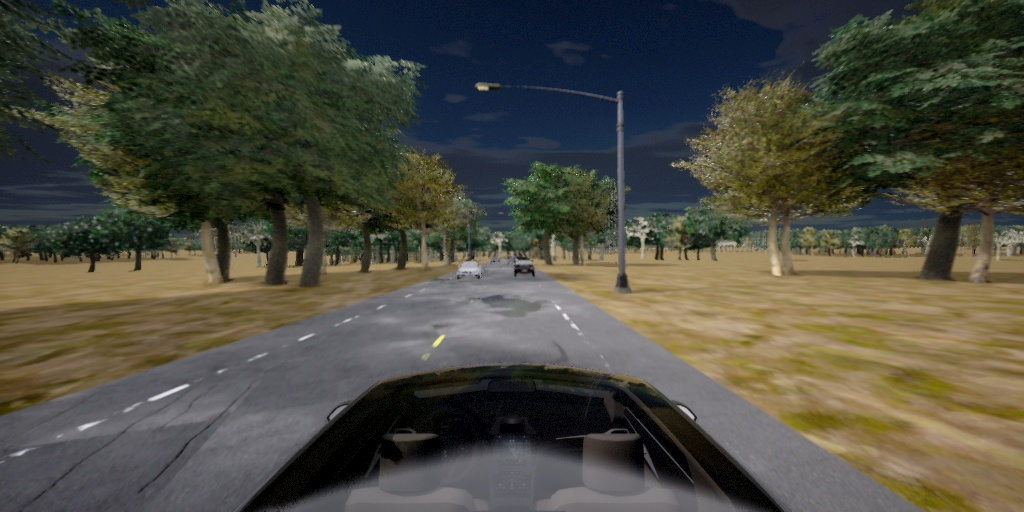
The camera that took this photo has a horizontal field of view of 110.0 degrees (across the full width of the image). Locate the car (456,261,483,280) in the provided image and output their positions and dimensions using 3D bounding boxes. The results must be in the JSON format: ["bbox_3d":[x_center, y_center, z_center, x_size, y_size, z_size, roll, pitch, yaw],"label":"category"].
[{"bbox_3d":[-3.541,1.182,30.559,1.812,1.442,4.674,-1,0,0],"label":"car"}]

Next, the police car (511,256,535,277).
[{"bbox_3d":[1.079,0.999,33.267,1.930,1.638,5.238,-1,1,0],"label":"police car"}]
